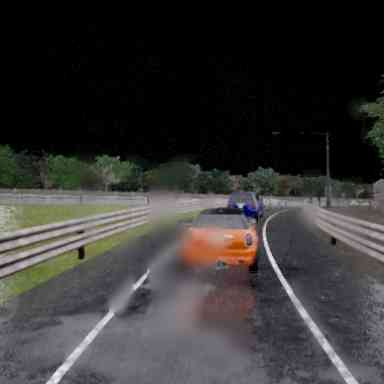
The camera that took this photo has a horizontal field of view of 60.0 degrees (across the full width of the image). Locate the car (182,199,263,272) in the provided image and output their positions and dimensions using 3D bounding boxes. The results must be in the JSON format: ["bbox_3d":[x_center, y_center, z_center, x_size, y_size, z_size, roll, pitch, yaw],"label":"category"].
[{"bbox_3d":[1.017,1.286,10.834,2.097,1.767,4.553,0,0,8],"label":"car"}]

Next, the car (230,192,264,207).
[{"bbox_3d":[4.037,1.025,24.798,2.150,2.045,5.566,0,1,17],"label":"car"}]
